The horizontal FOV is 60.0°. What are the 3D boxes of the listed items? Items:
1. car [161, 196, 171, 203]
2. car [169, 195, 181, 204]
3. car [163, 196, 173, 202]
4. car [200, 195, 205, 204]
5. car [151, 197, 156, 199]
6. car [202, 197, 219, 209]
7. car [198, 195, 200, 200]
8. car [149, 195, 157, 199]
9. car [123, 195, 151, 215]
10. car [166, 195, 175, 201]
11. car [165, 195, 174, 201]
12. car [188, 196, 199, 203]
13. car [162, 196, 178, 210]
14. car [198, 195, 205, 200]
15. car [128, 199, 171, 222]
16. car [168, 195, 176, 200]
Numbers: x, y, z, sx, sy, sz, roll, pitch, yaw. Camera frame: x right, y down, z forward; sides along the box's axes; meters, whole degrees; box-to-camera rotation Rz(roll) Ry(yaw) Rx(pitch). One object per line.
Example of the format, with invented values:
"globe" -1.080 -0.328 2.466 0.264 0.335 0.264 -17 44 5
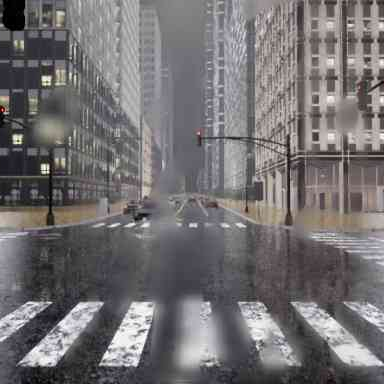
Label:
"car" -5.705 1.573 72.800 1.887 1.381 4.507 1 0 0
"car" -3.048 1.572 62.130 2.033 1.411 5.357 0 0 0
"car" -5.707 1.582 78.375 2.008 1.369 4.403 1 0 0
"car" 2.683 1.547 56.315 1.752 1.417 4.829 1 0 0
"car" -5.692 1.597 39.349 1.802 1.307 4.206 1 0 0
"car" 2.685 1.599 44.989 1.802 1.307 4.206 1 0 0
"car" 2.680 1.590 61.722 1.947 1.339 4.313 1 0 0
"car" -5.689 1.332 44.924 2.192 1.841 5.009 1 0 0
"car" -5.687 1.453 33.774 1.967 1.590 4.097 1 0 0
"car" -5.711 1.587 89.525 2.008 1.369 4.403 1 0 0
"car" -5.709 1.578 83.950 1.887 1.381 4.507 1 0 0
"car" 0.056 1.574 70.490 2.033 1.411 5.357 0 0 0
"car" -3.113 1.542 43.292 1.812 1.442 4.674 0 0 0
"car" 2.667 1.584 95.185 1.887 1.381 4.507 1 0 0
"car" -3.264 1.557 26.685 2.033 1.411 5.357 0 0 4
"car" -5.714 1.605 95.101 1.947 1.339 4.313 1 0 0
